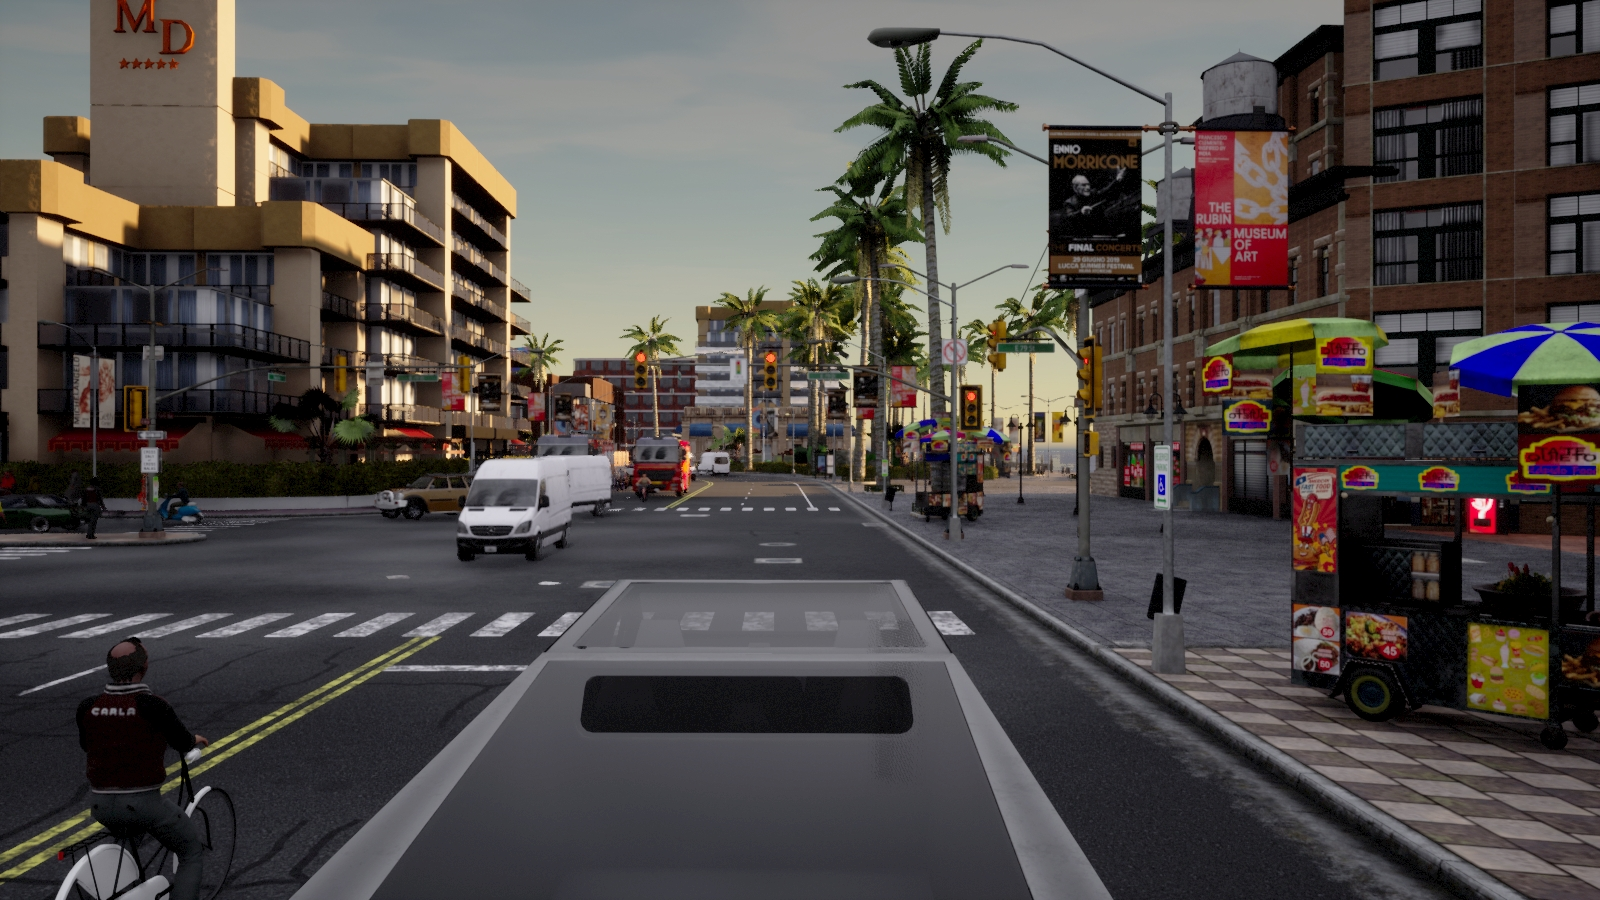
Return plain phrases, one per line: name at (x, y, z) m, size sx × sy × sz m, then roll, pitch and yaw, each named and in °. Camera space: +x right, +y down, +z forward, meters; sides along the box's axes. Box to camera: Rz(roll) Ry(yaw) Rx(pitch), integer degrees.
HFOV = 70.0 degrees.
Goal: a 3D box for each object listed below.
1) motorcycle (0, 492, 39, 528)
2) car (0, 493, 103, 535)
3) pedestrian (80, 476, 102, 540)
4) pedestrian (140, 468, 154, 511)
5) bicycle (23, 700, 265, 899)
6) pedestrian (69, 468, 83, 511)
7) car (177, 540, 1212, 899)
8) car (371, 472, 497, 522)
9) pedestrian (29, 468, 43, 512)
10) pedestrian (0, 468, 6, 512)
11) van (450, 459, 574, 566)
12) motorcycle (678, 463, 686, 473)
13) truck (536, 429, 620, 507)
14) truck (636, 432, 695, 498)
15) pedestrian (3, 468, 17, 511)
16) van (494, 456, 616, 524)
motorcycle at (-29.448, 2.205, 42.086) m, size 2.209 × 1.251 × 0.867 m, roll 0°, pitch 0°, yaw -2°
car at (-26.547, 2.155, 38.662) m, size 4.718 × 1.301 × 1.895 m, roll 0°, pitch 0°, yaw -2°
pedestrian at (-20.822, 1.704, 33.558) m, size 0.375 × 1.860 × 0.375 m, roll 0°, pitch 0°, yaw 10°
pedestrian at (-28.277, 1.696, 49.465) m, size 0.375 × 1.860 × 0.375 m, roll 0°, pitch 0°, yaw -3°
bicycle at (-3.625, 2.210, 6.485) m, size 0.329 × 1.171 × 1.835 m, roll 0°, pitch 0°, yaw 0°
pedestrian at (-31.293, 1.696, 49.373) m, size 0.375 × 1.860 × 0.375 m, roll 0°, pitch 0°, yaw -1°
car at (-0.214, 1.754, 5.773) m, size 2.390 × 2.098 × 6.274 m, roll 0°, pitch 0°, yaw 1°
car at (-14.962, 1.863, 46.911) m, size 1.932 × 1.855 × 4.605 m, roll 0°, pitch 0°, yaw 39°
pedestrian at (-32.620, 1.698, 48.779) m, size 0.375 × 1.860 × 0.375 m, roll 0°, pitch 0°, yaw -6°
pedestrian at (-34.124, 1.696, 48.665) m, size 0.375 × 1.860 × 0.375 m, roll 0°, pitch 0°, yaw -2°
van at (-7.586, 1.534, 30.741) m, size 1.988 × 2.561 × 5.915 m, roll 0°, pitch 0°, yaw -1°
motorcycle at (-14.215, 2.182, 137.647) m, size 0.856 × 1.236 × 1.805 m, roll 0°, pitch 0°, yaw -1°
truck at (-11.498, 0.890, 60.014) m, size 2.891 × 3.827 × 8.468 m, roll 0°, pitch 0°, yaw -1°
truck at (-8.231, 0.890, 70.828) m, size 2.891 × 3.827 × 8.468 m, roll 0°, pitch 0°, yaw -1°
pedestrian at (-34.085, 1.696, 49.285) m, size 0.375 × 1.860 × 0.375 m, roll 0°, pitch 0°, yaw -11°
van at (-9.879, 1.534, 46.628) m, size 1.988 × 2.561 × 5.915 m, roll 1°, pitch 0°, yaw 20°
